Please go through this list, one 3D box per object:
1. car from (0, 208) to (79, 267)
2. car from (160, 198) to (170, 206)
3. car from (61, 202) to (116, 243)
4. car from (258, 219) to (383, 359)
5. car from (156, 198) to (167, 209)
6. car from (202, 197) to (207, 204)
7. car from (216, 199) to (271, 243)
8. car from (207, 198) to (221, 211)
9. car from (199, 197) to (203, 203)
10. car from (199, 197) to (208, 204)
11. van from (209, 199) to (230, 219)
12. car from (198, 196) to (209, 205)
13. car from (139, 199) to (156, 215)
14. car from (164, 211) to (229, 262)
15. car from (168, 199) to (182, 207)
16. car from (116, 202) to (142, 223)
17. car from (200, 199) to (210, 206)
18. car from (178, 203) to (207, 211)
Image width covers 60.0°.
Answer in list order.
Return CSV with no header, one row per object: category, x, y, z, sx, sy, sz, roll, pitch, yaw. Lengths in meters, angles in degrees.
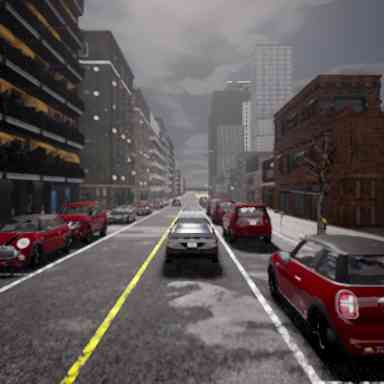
car,-5.706,1.544,11.516,1.967,1.590,4.097,-1,-1,0
car,-5.706,2.062,70.775,1.967,1.590,4.097,-1,0,0
car,-5.708,1.467,16.924,2.192,1.841,5.009,-1,-1,0
car,2.674,1.496,6.102,1.967,1.590,4.097,-1,-1,0
car,-5.707,1.924,54.772,1.967,1.590,4.097,-1,0,0
car,2.671,1.658,38.545,2.192,1.841,5.009,-1,0,0
car,2.671,1.467,16.917,2.192,1.841,5.009,-1,-1,0
car,2.671,1.563,27.731,2.192,1.841,5.009,-1,-1,0
car,2.675,2.087,59.673,2.008,1.369,4.403,-1,0,0
car,2.998,2.114,87.439,2.097,1.767,4.553,0,0,0
van,2.672,1.636,33.138,1.690,1.788,3.998,-1,-1,0
car,2.638,1.985,76.405,2.192,1.841,5.009,-1,0,0
car,-5.707,1.783,38.551,1.967,1.590,4.097,-1,-1,0
car,0.008,1.660,12.522,2.033,1.411,5.357,0,0,0
car,-3.023,2.072,64.525,1.837,1.490,4.892,0,0,1
car,-5.705,1.798,27.736,2.008,1.369,4.403,-1,-1,0
car,2.642,2.188,70.824,1.947,1.339,4.313,-1,0,0
car,0.014,1.853,28.245,1.895,1.301,4.718,0,0,0
